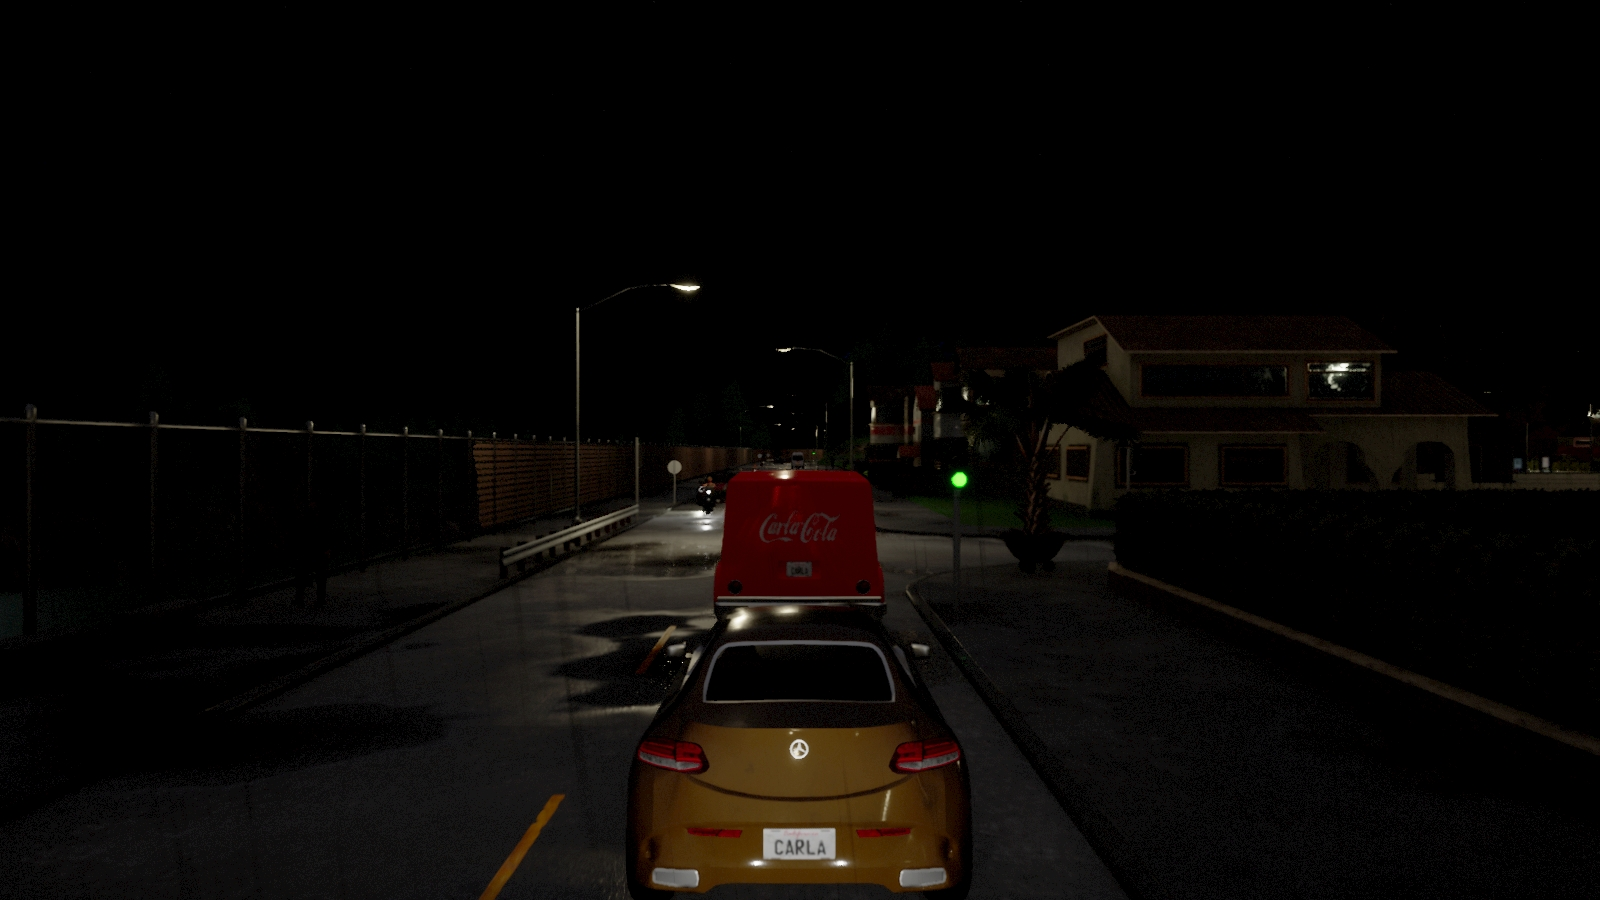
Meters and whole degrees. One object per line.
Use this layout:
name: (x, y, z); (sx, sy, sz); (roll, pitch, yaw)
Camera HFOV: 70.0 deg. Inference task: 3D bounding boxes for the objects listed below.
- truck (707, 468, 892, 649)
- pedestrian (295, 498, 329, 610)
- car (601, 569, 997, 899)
truck: (-0.021, 1.586, 18.817); (2.627, 2.467, 5.204); (0, 0, 0)
pedestrian: (-8.270, 1.759, 19.370); (0.375, 1.860, 0.375); (0, 0, 10)
car: (-0.010, 1.999, 8.730); (2.152, 1.651, 5.027); (0, 0, 0)
